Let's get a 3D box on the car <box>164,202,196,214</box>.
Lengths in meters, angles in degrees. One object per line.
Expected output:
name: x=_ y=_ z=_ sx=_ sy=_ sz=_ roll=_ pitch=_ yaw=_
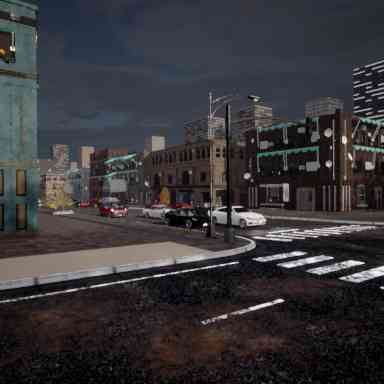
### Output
car: x=-1.548 y=1.904 z=40.075 sx=1.802 sy=1.307 sz=4.206 roll=-2 pitch=0 yaw=-36

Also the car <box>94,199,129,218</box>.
car: x=-8.367 y=1.846 z=35.199 sx=1.967 sy=1.590 sz=4.097 roll=-1 pitch=0 yaw=-36

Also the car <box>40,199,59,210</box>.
car: x=-24.362 y=2.233 z=57.574 sx=1.752 sy=1.417 sz=4.829 roll=-1 pitch=0 yaw=-36

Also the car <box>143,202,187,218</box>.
car: x=-2.861 y=1.914 z=31.972 sx=1.895 sy=1.301 sz=4.718 roll=-1 pitch=0 yaw=-36

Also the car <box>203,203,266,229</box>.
car: x=3.099 y=1.722 z=23.686 sx=1.812 sy=1.442 sz=4.674 roll=-1 pitch=0 yaw=-37

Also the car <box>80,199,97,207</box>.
car: x=-20.864 y=2.227 z=67.091 sx=1.887 sy=1.381 sz=4.507 roll=-1 pitch=0 yaw=-36

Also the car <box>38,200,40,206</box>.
car: x=-30.899 y=2.376 z=66.719 sx=2.008 sy=1.369 sz=4.403 roll=-1 pitch=0 yaw=-36

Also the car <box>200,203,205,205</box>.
car: x=1.671 y=1.809 z=35.572 sx=2.008 sy=1.369 sz=4.403 roll=-2 pitch=0 yaw=-36

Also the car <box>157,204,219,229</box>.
car: x=-0.392 y=1.814 z=23.840 sx=1.947 sy=1.339 sz=4.313 roll=-2 pitch=0 yaw=-36

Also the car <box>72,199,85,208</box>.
car: x=-20.586 y=2.230 z=62.263 sx=1.994 sy=1.385 sz=4.181 roll=-1 pitch=0 yaw=-36

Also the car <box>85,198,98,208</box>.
car: x=-17.650 y=1.940 z=62.588 sx=2.192 sy=1.841 sz=5.009 roll=-1 pitch=0 yaw=-36

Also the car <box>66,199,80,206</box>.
car: x=-27.302 y=2.364 z=76.096 sx=1.947 sy=1.339 sz=4.313 roll=-1 pitch=0 yaw=-36

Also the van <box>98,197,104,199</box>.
van: x=-14.430 y=1.907 z=58.085 sx=1.690 sy=1.788 sz=3.998 roll=-1 pitch=0 yaw=-36

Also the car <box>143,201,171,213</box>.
car: x=-4.766 y=1.966 z=44.577 sx=1.802 sy=1.307 sz=4.206 roll=-2 pitch=0 yaw=-36
